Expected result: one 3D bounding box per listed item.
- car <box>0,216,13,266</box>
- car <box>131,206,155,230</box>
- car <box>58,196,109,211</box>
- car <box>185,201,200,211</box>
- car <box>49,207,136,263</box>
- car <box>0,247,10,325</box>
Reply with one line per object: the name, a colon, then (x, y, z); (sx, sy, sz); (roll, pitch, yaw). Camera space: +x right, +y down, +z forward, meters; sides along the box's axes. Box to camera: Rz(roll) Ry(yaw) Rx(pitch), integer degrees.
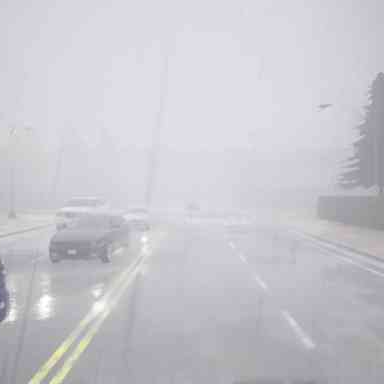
car: (-7.088, 1.538, 8.714); (2.128, 1.511, 4.902); (0, 0, 0)
car: (-3.500, 1.641, 21.902); (1.812, 1.442, 4.674); (0, 0, 0)
car: (-7.000, 1.321, 21.903); (2.150, 2.045, 5.566); (0, 0, 0)
car: (0.103, 1.791, 44.115); (1.895, 1.301, 4.718); (0, 0, 0)
car: (-3.580, 1.543, 12.484); (1.882, 1.535, 5.008); (0, 0, 1)
car: (-3.598, 1.236, 2.339); (2.150, 2.045, 5.566); (0, 0, 0)
